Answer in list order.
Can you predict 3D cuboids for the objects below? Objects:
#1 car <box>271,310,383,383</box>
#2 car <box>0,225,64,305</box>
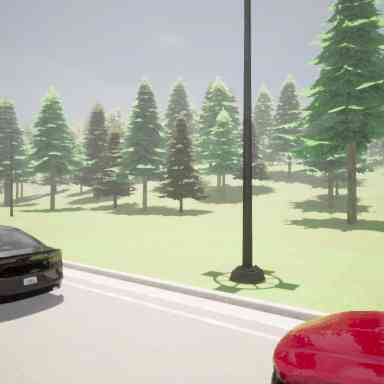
[{"bbox_3d":[2.931,1.478,1.882,5.008,1.535,1.882,0,0,36],"label":"car"},{"bbox_3d":[-4.982,1.478,7.544,5.008,1.535,1.882,0,0,36],"label":"car"}]
